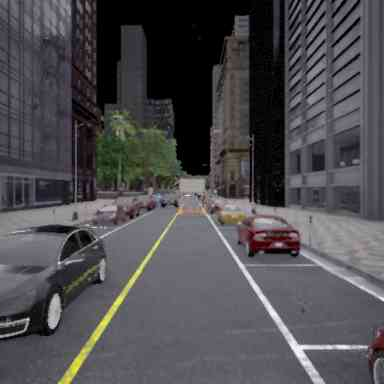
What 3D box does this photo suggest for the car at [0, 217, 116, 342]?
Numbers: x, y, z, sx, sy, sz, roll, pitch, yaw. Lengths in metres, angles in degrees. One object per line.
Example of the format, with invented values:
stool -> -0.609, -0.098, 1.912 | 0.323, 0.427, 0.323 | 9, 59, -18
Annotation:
car -> -3.091, 1.503, 6.787 | 1.837, 1.490, 4.892 | 0, 0, 0

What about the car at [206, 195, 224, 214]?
car -> 2.747, 1.434, 34.506 | 1.967, 1.590, 4.097 | 0, 0, 0

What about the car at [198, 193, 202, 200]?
car -> 2.739, 1.317, 61.632 | 2.192, 1.841, 5.009 | 0, 0, 0

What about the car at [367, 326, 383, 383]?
car -> 2.759, 1.581, 1.956 | 1.802, 1.307, 4.206 | 0, 0, 0

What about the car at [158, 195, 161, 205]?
car -> -5.781, 1.541, 45.366 | 1.887, 1.381, 4.507 | 0, 0, 0

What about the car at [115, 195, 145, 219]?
car -> -5.776, 1.308, 29.088 | 2.192, 1.841, 5.009 | 0, 0, 0

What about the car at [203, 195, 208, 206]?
car -> 2.746, 1.435, 39.931 | 1.967, 1.590, 4.097 | 0, 0, 0

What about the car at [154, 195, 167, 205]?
car -> -5.786, 1.443, 61.645 | 1.967, 1.590, 4.097 | 0, 0, 0

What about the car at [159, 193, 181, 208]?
car -> -3.087, 1.222, 47.119 | 2.150, 2.045, 5.566 | 0, 0, 0

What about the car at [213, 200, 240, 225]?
car -> 2.752, 1.518, 23.826 | 1.752, 1.417, 4.829 | 0, 0, 0

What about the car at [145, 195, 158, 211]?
car -> -5.780, 1.310, 39.940 | 2.192, 1.841, 5.009 | 0, 0, 0

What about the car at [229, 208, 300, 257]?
car -> 2.755, 1.539, 12.806 | 1.887, 1.381, 4.507 | 0, 0, 0

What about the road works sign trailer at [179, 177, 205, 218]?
road works sign trailer -> -0.010, 0.457, 29.779 | 2.380, 3.560, 2.880 | 0, 0, 0

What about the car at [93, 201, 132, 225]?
car -> -5.773, 1.575, 23.663 | 1.802, 1.307, 4.206 | 0, 0, 0

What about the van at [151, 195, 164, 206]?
van -> -5.785, 1.342, 56.219 | 1.690, 1.788, 3.998 | 0, 0, 0

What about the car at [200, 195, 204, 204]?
car -> 2.743, 1.550, 50.781 | 2.008, 1.369, 4.403 | 0, 0, 0
